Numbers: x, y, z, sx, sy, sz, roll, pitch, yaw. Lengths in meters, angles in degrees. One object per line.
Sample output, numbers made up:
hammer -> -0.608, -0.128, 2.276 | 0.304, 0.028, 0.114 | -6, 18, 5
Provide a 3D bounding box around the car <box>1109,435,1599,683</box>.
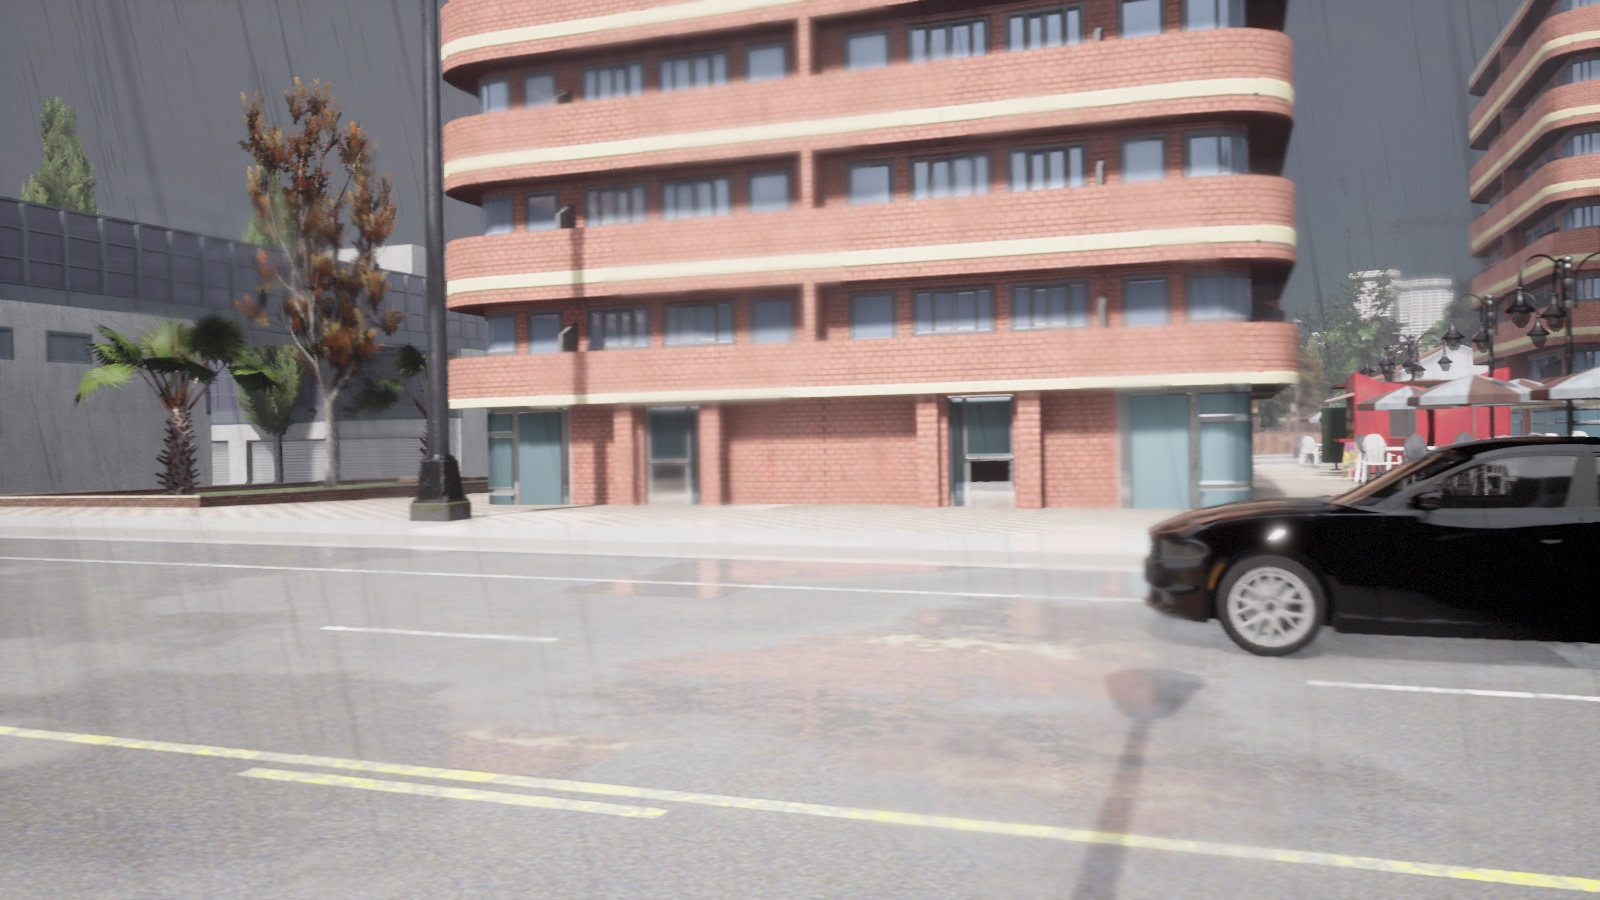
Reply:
car -> 4.855, 0.679, 8.944 | 5.008, 1.535, 1.882 | 1, 1, 19
